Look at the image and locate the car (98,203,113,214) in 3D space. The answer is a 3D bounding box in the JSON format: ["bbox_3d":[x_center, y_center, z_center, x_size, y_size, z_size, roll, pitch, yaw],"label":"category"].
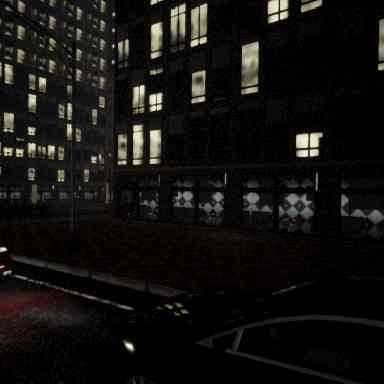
[{"bbox_3d":[-8.871,1.825,39.768,1.752,1.417,4.829,1,0,36],"label":"car"}]

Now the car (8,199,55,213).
[{"bbox_3d":[-19.166,1.636,39.915,1.752,1.417,4.829,1,0,36],"label":"car"}]

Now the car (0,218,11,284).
[{"bbox_3d":[-6.356,1.486,8.188,4.902,1.511,2.128,0,0,36],"label":"car"}]

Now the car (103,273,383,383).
[{"bbox_3d":[1.327,1.491,2.734,4.902,1.511,2.128,0,0,35],"label":"car"}]

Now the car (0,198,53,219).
[{"bbox_3d":[-15.654,1.514,30.546,2.192,1.841,5.009,1,0,36],"label":"car"}]
